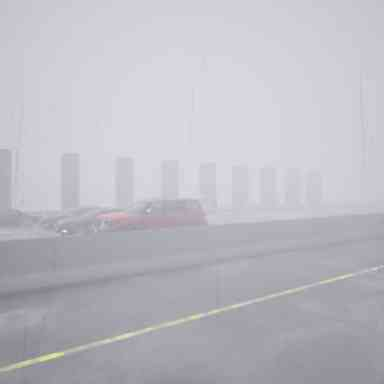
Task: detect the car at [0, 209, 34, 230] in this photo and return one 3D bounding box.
[{"bbox_3d":[-12.168,1.748,21.091,4.718,1.301,1.895,0,0,-36],"label":"car"}]

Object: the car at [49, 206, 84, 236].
[{"bbox_3d":[-4.750,1.613,17.896,4.892,1.490,1.837,1,-1,-36],"label":"car"}]

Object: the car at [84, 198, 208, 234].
[{"bbox_3d":[-1.813,1.308,15.642,5.566,2.045,2.150,0,-1,-36],"label":"car"}]

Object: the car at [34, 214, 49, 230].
[{"bbox_3d":[-6.839,1.634,20.705,4.892,1.490,1.837,1,-1,-36],"label":"car"}]
